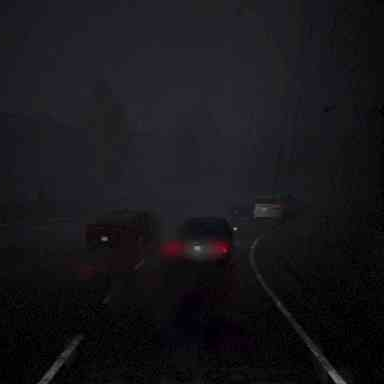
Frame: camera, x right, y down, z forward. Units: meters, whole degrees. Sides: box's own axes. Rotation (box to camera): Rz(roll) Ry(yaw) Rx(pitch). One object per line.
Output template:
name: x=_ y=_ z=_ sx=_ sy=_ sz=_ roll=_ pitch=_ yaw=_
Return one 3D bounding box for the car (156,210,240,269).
car: x=0.499 y=1.549 z=11.155 sx=2.033 sy=1.411 sz=5.357 roll=0 pitch=0 yaw=8

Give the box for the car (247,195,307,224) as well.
car: x=6.663 y=1.226 z=24.799 sx=2.150 sy=2.045 sz=5.566 roll=-1 pitch=0 yaw=40

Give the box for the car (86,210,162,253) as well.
car: x=-2.505 y=1.480 z=13.859 sx=1.882 sy=1.535 sz=5.008 roll=0 pitch=-1 yaw=12

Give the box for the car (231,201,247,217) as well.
car: x=5.269 y=1.481 z=28.253 sx=1.882 sy=1.535 sz=5.008 roll=0 pitch=0 yaw=43
